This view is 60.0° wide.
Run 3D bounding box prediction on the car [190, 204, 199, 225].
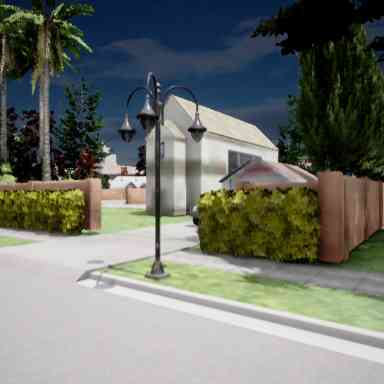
[{"bbox_3d":[1.881,0.942,19.175,1.932,1.855,4.605,0,0,36],"label":"car"}]
